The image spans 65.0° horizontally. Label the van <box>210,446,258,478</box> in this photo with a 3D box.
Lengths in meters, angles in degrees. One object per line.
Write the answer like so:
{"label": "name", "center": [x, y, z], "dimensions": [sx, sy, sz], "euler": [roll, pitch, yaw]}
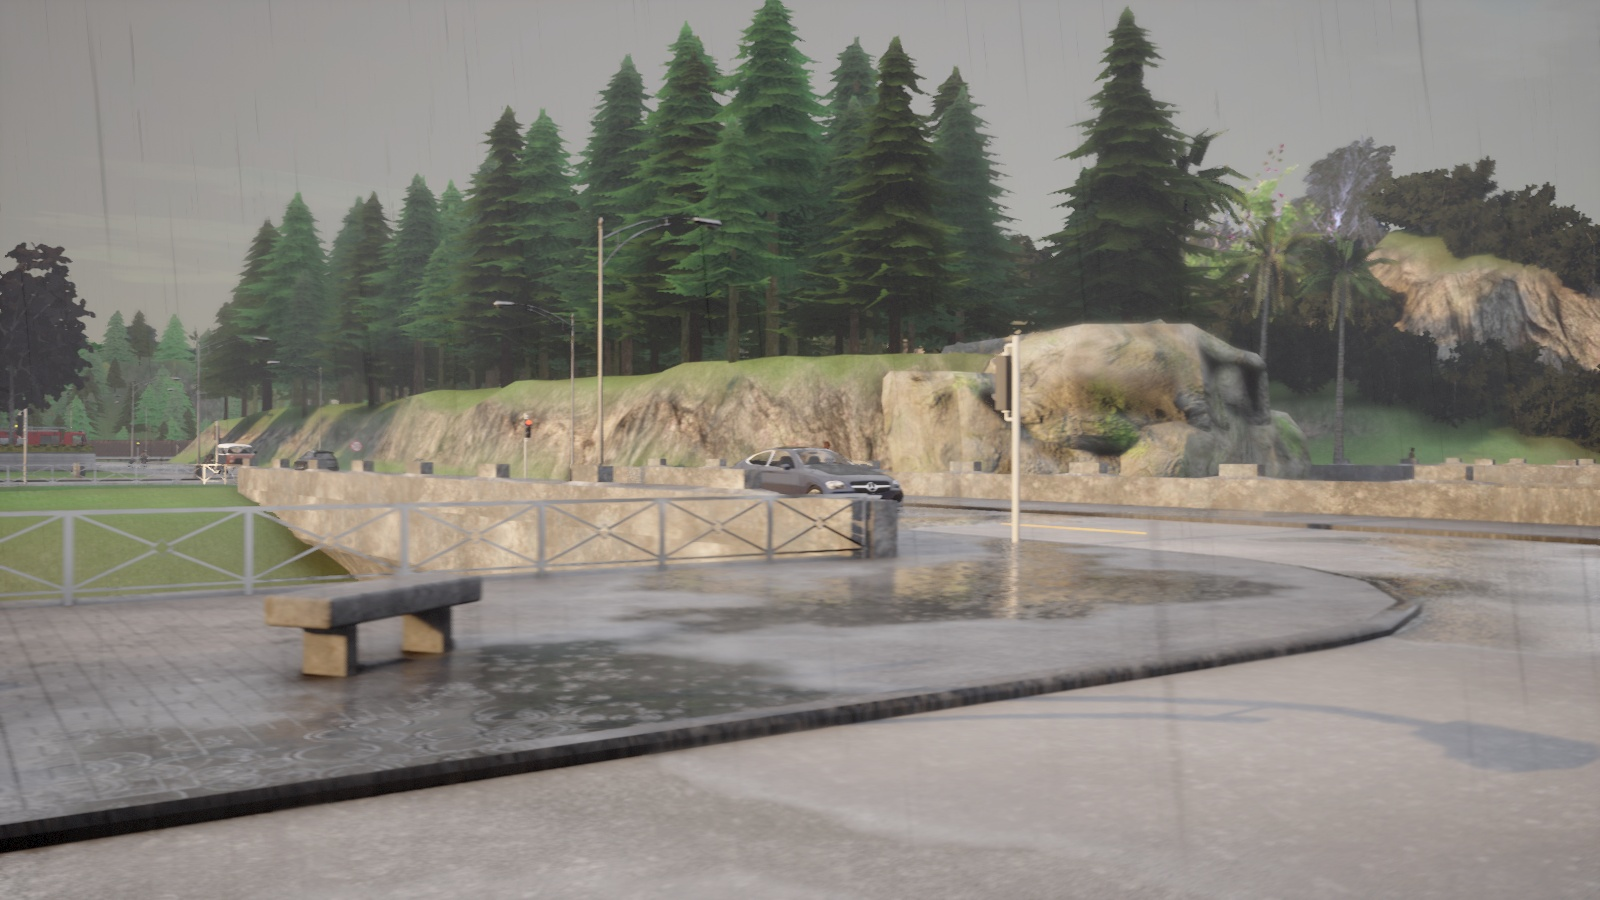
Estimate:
{"label": "van", "center": [-37.068, 0.748, 82.236], "dimensions": [2.069, 2.038, 4.480], "euler": [0, 0, -35]}

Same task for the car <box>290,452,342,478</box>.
{"label": "car", "center": [-31.174, 0.939, 80.781], "dimensions": [2.033, 1.649, 4.856], "euler": [0, 0, -35]}

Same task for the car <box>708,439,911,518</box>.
{"label": "car", "center": [0.092, 0.594, 28.805], "dimensions": [2.152, 1.651, 5.027], "euler": [0, 0, -35]}
